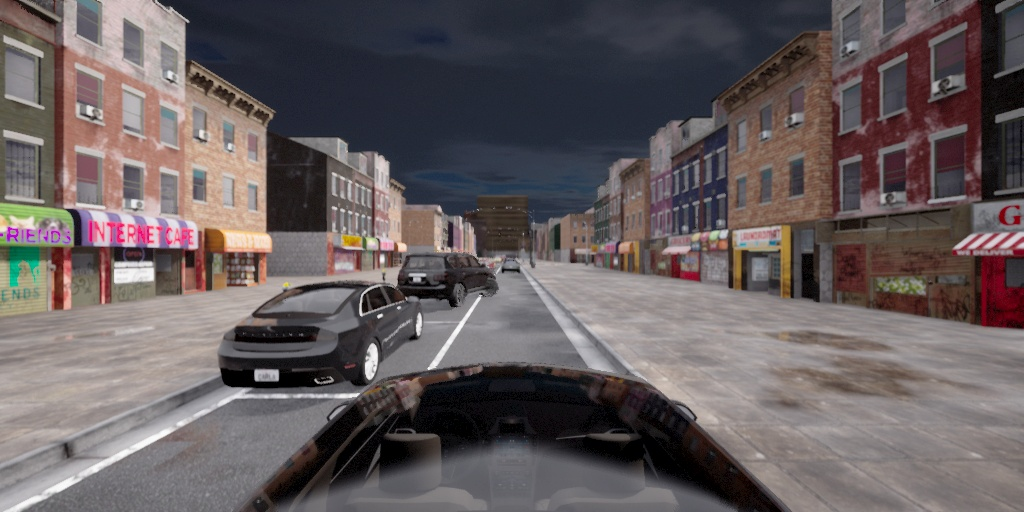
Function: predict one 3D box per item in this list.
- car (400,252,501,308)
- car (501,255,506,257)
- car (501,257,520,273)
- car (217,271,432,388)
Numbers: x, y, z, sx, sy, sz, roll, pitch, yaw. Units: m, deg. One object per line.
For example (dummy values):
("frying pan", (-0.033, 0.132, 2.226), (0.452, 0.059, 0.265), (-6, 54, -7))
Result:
("car", (-2.478, 0.870, 14.865), (2.150, 2.045, 5.566), (0, 1, 17))
("car", (-0.335, 0.924, 53.212), (1.837, 1.490, 4.892), (0, 0, -1))
("car", (-0.134, 1.060, 38.541), (1.994, 1.385, 4.181), (0, 0, 0))
("car", (-3.051, 1.212, 6.860), (1.837, 1.490, 4.892), (0, 0, 0))
